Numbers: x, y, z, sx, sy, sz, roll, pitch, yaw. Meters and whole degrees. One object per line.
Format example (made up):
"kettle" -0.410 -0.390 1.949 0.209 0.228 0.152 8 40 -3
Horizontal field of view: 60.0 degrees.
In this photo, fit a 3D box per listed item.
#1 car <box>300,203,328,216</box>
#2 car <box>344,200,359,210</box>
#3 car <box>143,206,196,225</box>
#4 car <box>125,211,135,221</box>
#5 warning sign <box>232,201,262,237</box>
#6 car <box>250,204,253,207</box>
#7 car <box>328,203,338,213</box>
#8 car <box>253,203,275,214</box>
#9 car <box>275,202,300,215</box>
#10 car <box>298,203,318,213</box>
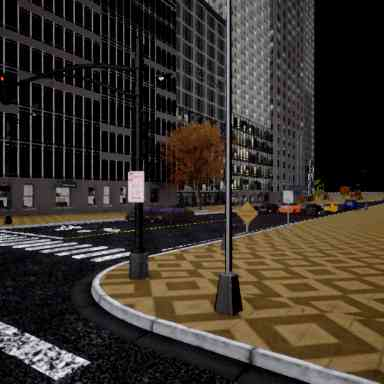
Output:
"car" 16.275 2.353 44.221 1.837 1.490 4.892 0 -1 33
"car" 31.476 2.536 65.773 2.150 2.045 5.566 0 -1 33
"car" -1.715 1.979 28.587 2.033 1.411 5.357 0 -1 33
"car" -3.859 1.995 31.260 2.033 1.411 5.357 0 -1 33
"warning sign" 3.095 1.454 18.576 1.300 1.860 1.060 1 1 33
"car" 9.232 2.478 51.432 1.895 1.301 4.718 0 -1 33
"car" 21.875 2.510 52.986 1.882 1.535 5.008 0 -1 33
"car" 11.039 2.357 48.264 1.837 1.490 4.892 0 -1 33
"car" 13.738 2.203 46.277 2.097 1.767 4.553 0 -1 33
"car" 19.143 2.576 54.746 2.033 1.411 5.357 0 -1 33
